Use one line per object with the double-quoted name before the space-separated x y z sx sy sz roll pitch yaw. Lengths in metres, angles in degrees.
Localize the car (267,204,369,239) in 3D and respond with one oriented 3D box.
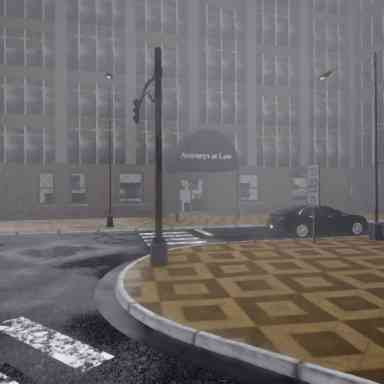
"car" 6.022 1.321 15.944 4.892 1.490 1.837 0 0 -14
